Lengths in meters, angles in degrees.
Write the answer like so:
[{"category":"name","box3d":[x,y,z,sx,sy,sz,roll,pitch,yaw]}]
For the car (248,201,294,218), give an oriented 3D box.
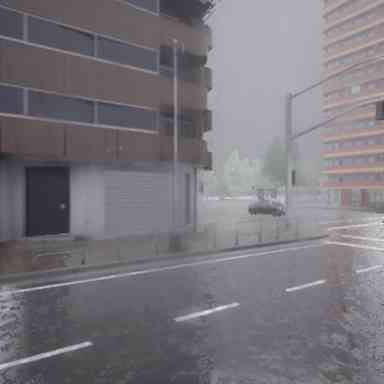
[{"category":"car","box3d":[7.146,1.522,30.502,1.812,1.442,4.674,0,0,-35]}]
